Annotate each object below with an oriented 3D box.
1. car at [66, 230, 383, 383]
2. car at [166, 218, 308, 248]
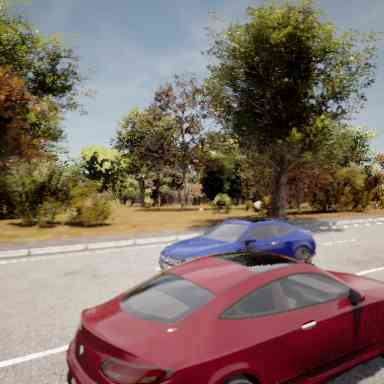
[{"bbox_3d":[0.910,1.495,4.177,4.674,1.442,1.812,-1,0,-34],"label":"car"},{"bbox_3d":[1.377,1.454,8.898,4.674,1.442,1.812,-1,1,-32],"label":"car"}]
